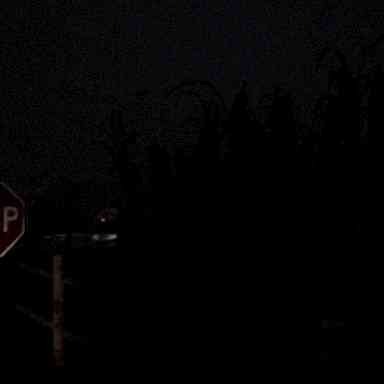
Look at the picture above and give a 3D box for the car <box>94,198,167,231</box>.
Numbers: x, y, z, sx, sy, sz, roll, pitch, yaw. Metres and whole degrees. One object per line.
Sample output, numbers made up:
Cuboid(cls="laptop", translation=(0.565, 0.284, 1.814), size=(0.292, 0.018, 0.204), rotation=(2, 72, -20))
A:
Cuboid(cls="car", translation=(-3.891, 1.382, 22.397), size=(2.150, 2.045, 5.566), rotation=(1, 0, 33))
